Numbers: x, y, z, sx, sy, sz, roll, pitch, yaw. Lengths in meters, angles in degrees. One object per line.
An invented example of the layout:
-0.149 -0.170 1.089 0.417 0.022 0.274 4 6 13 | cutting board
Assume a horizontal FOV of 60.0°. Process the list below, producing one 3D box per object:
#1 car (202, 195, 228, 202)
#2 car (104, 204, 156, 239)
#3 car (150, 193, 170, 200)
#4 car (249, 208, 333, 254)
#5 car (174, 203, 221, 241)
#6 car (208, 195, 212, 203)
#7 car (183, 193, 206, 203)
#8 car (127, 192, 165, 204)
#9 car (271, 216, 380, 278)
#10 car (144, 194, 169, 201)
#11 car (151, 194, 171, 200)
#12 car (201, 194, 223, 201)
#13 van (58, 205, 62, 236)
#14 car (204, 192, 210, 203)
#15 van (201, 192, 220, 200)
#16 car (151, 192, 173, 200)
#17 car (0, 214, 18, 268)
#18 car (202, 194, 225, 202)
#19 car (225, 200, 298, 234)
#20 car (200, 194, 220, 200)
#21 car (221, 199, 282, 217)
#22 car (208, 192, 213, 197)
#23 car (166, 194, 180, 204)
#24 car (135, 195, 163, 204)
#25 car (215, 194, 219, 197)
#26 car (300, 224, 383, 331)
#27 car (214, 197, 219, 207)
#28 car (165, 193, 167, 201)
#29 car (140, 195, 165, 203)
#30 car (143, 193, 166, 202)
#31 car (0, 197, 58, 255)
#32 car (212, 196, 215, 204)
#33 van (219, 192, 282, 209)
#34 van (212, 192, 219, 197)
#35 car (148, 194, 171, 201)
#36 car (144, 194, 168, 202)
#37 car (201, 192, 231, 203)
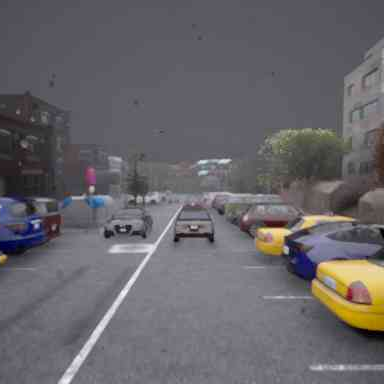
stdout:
4.619 1.304 66.940 5.008 1.535 2.097 0 0 0 | car
-3.106 1.519 16.983 1.994 1.385 4.181 0 0 0 | car
-7.679 1.139 80.465 4.553 1.767 2.185 0 0 0 | car
4.831 1.448 11.067 5.366 1.575 1.946 0 0 0 | car
0.094 1.504 16.298 2.033 1.411 5.357 0 0 0 | car
4.664 1.407 39.005 4.792 1.488 2.163 0 0 0 | car
0.086 1.261 34.725 2.097 1.767 4.553 0 0 0 | car
-7.728 1.087 54.016 5.566 2.045 2.435 0 0 0 | car
4.675 1.488 8.274 4.792 1.488 2.163 0 0 0 | car
-7.893 1.281 74.584 5.366 1.575 1.946 0 0 0 | car
-7.716 1.234 83.295 5.008 1.535 2.097 0 1 0 | car
4.627 1.276 78.111 4.892 1.521 2.231 0 0 0 | car
-7.802 1.218 13.576 4.442 1.987 1.878 0 0 0 | van
4.661 1.112 44.591 5.566 2.045 2.435 0 0 0 | car
4.503 1.036 80.904 4.442 1.987 1.878 0 1 0 | van
-7.683 0.928 86.236 5.566 2.045 2.435 0 1 0 | car
-7.498 1.455 8.120 5.366 1.575 1.946 0 0 0 | car
4.617 1.290 72.651 4.892 1.521 2.231 0 0 0 | car
4.637 1.430 19.447 4.892 1.521 2.231 0 0 0 | car
4.613 1.228 83.714 4.892 1.521 2.231 0 1 0 | car
4.648 1.423 22.242 4.892 1.521 2.231 0 0 0 | car
4.603 1.245 41.796 4.553 1.767 2.185 0 0 0 | car
-3.077 1.351 58.163 1.837 1.490 4.892 0 0 0 | car
-7.699 1.363 59.768 4.674 1.452 2.002 0 0 0 | car
4.669 1.274 30.623 4.553 1.767 2.185 0 0 0 | car
4.833 1.462 5.480 5.366 1.575 1.946 0 0 0 | car
4.634 1.406 27.954 5.008 1.535 2.097 0 0 0 | car
-7.700 1.355 62.831 4.674 1.452 2.002 0 0 0 | car
-7.733 1.337 65.770 4.792 1.488 2.163 0 0 0 | car
-7.737 1.174 68.708 4.553 1.767 2.185 0 0 0 | car
-7.712 1.200 10.784 5.566 2.045 2.435 0 0 0 | car
4.635 1.432 33.416 4.674 1.452 2.002 0 0 0 | car
4.524 1.188 25.034 4.442 1.987 1.878 0 0 0 | van
4.753 1.159 36.209 4.442 1.987 1.878 0 0 0 | van
-7.523 1.274 77.523 5.366 1.575 1.946 0 0 0 | car
-7.713 1.293 71.521 4.892 1.521 2.231 0 0 0 | car
4.598 1.060 64.145 5.566 2.045 2.435 0 0 0 | car
